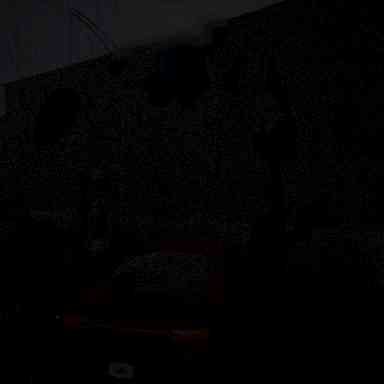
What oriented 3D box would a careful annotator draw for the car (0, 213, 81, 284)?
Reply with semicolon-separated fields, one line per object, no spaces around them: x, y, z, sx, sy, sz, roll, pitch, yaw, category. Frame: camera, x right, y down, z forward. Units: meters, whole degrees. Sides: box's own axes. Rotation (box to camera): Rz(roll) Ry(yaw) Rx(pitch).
-4.967;1.543;8.856;2.097;1.535;5.008;0;-1;14;car

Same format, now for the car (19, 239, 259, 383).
-0.012;1.501;5.407;2.097;1.535;5.008;0;-1;15;car

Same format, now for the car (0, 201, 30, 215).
-7.472;1.311;10.525;2.435;2.045;5.566;0;-1;14;car
